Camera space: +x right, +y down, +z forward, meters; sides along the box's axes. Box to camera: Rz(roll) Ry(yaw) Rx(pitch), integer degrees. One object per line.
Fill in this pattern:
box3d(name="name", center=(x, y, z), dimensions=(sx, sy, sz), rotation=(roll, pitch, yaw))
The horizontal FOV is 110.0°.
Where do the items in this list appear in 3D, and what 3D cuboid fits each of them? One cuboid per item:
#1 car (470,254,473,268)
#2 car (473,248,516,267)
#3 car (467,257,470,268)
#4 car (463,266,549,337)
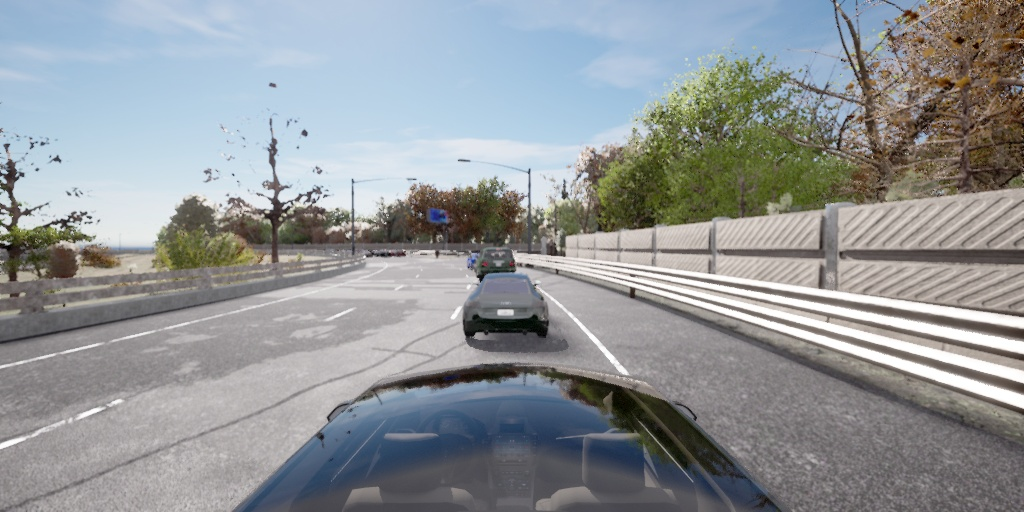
box3d(name="car", center=(-2.015, 0.682, 29.023), dimensions=(1.994, 1.385, 4.181), rotation=(0, 1, -11))
box3d(name="car", center=(-1.082, 0.496, 22.297), dimensions=(2.150, 2.045, 5.566), rotation=(0, 1, -8))
box3d(name="car", center=(-3.130, 0.483, 33.864), dimensions=(1.882, 1.535, 5.008), rotation=(0, 2, -14))
box3d(name="car", center=(-0.141, 1.130, 9.632), dimensions=(1.994, 1.385, 4.181), rotation=(0, 1, 0))
